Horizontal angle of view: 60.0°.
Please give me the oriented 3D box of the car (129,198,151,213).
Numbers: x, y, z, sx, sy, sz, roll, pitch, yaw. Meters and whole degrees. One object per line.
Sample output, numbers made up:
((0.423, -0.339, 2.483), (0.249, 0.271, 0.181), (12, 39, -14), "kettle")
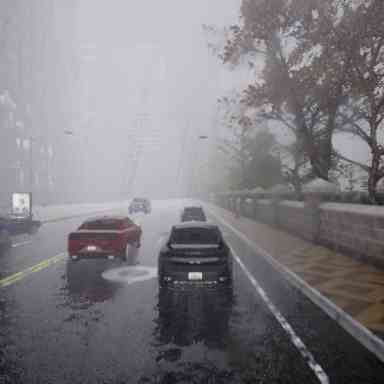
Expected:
((-6.491, 1.738, 41.913), (2.150, 2.045, 5.566), (0, -1, 0), "car")

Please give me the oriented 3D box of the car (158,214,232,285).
((0.085, 1.629, 9.849), (1.837, 1.490, 4.892), (0, 0, 0), "car")

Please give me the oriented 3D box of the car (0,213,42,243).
((-9.845, 1.820, 17.468), (1.895, 1.301, 4.718), (0, -1, 0), "car")

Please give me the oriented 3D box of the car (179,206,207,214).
((0.092, 1.828, 25.523), (1.837, 1.490, 4.892), (0, 0, 0), "car")

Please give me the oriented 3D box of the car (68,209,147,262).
((-3.146, 1.639, 12.901), (1.882, 1.535, 5.008), (0, -1, 0), "car")
